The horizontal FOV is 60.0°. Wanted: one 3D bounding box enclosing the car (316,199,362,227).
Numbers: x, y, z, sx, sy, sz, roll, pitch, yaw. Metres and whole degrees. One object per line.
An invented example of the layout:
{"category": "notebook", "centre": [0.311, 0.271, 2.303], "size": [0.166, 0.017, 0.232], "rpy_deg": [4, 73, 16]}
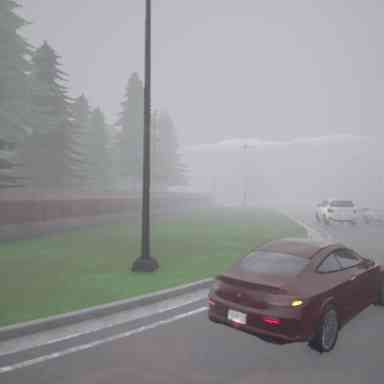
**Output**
{"category": "car", "centre": [11.460, 1.590, 26.682], "size": [2.150, 2.045, 5.566], "rpy_deg": [0, -1, 11]}

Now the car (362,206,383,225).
{"category": "car", "centre": [15.219, 1.942, 27.993], "size": [1.812, 1.442, 4.674], "rpy_deg": [0, -1, 12]}

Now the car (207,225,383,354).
{"category": "car", "centre": [2.222, 1.609, 6.316], "size": [1.812, 1.442, 4.674], "rpy_deg": [0, 0, 44]}

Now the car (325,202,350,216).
{"category": "car", "centre": [17.836, 2.077, 41.078], "size": [1.837, 1.490, 4.892], "rpy_deg": [0, 0, 11]}
